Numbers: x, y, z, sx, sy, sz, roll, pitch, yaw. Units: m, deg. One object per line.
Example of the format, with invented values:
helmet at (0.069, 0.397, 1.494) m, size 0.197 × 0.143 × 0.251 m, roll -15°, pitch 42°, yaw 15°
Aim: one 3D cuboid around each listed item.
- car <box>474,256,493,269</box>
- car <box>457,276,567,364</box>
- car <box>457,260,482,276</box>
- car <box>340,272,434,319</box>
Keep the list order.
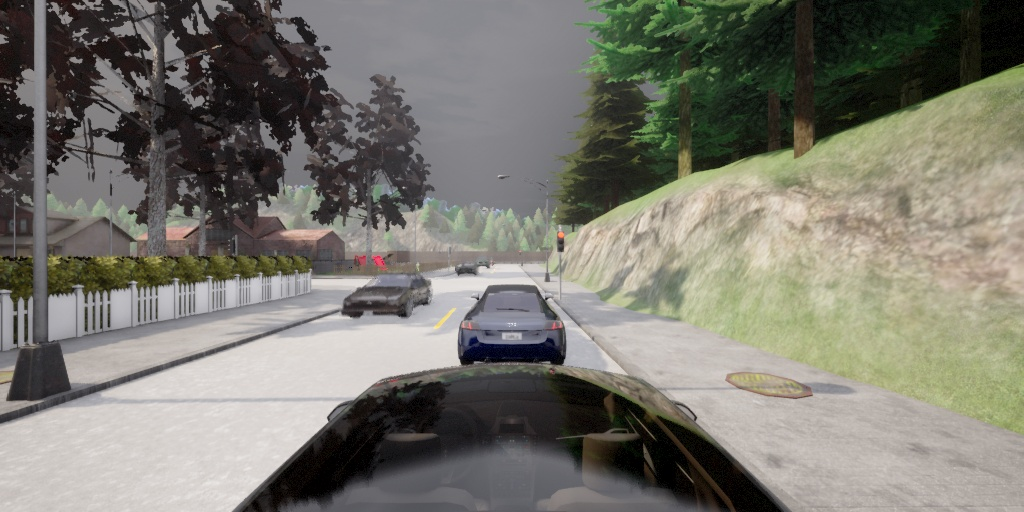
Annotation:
car at (-4.589, 0.972, 55.365) m, size 2.150 × 2.045 × 5.566 m, roll 0°, pitch 0°, yaw 0°
car at (0.004, 1.314, 8.014) m, size 1.994 × 1.385 × 4.181 m, roll 0°, pitch 0°, yaw 0°
car at (-4.419, 1.351, 36.250) m, size 1.895 × 1.301 × 4.718 m, roll 0°, pitch 0°, yaw -1°
car at (-4.204, 1.297, 13.091) m, size 2.033 × 1.411 × 5.357 m, roll 0°, pitch 0°, yaw -1°
